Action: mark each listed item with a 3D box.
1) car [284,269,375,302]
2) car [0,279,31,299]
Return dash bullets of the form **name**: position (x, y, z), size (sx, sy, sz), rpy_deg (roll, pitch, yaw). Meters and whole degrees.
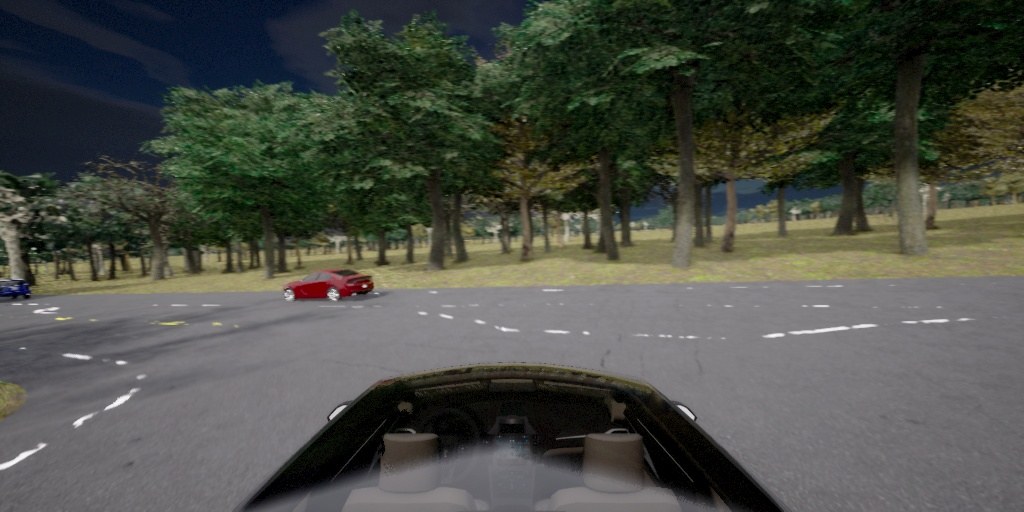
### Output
- **car**: position (-9.344, 1.429, 18.197), size (5.008, 1.535, 1.882), rpy_deg (-3, 3, 23)
- **car**: position (-50.240, 3.363, 35.490), size (5.566, 2.045, 2.150), rpy_deg (-3, 3, 23)
